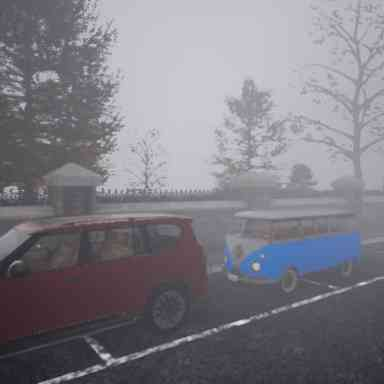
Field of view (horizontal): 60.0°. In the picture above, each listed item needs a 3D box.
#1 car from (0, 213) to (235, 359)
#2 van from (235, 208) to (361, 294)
[{"bbox_3d":[-1.992,1.310,5.138,5.009,1.841,2.192,0,0,-35],"label":"car"},{"bbox_3d":[2.593,1.315,8.407,3.998,1.788,1.690,0,0,-35],"label":"van"}]
